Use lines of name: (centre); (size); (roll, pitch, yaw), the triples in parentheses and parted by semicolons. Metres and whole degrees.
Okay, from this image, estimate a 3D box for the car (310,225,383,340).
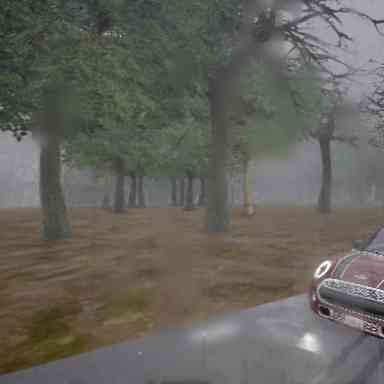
car: (4.313, 1.378, 6.284); (4.553, 1.767, 2.097); (0, 0, -34)
